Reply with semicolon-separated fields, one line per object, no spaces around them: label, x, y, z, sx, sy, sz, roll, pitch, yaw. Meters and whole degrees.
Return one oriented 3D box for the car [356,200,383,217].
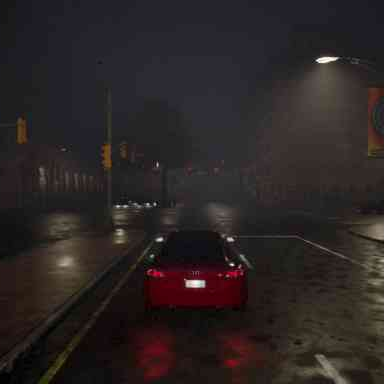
car;17.977;1.505;31.110;4.892;1.490;1.837;0;0;1

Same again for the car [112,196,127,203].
car;-14.776;1.595;67.893;1.895;1.301;4.718;0;0;0

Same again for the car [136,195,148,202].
car;-11.531;1.478;76.649;1.882;1.535;5.008;0;0;0

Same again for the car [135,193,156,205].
car;-8.103;1.221;58.651;2.150;2.045;5.566;0;0;0

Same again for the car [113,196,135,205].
car;-11.605;1.564;56.937;1.994;1.385;4.181;0;0;0

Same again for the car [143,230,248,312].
car;0.072;1.564;7.787;1.994;1.385;4.181;0;0;0

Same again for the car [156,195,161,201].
car;-8.029;1.601;68.725;1.895;1.301;4.718;0;0;0

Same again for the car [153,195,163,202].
car;-8.031;1.500;79.063;1.837;1.490;4.892;0;0;0

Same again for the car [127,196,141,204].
car;-11.553;1.564;66.231;1.994;1.385;4.181;0;0;0
